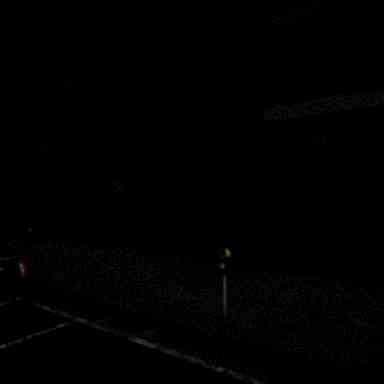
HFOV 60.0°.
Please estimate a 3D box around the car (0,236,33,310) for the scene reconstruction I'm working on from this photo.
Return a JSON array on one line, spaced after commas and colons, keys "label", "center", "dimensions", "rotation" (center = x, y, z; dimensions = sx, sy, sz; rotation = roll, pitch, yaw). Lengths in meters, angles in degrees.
[{"label": "car", "center": [-5.056, 1.485, 6.685], "dimensions": [4.097, 1.590, 1.967], "rotation": [0, 0, 36]}]
